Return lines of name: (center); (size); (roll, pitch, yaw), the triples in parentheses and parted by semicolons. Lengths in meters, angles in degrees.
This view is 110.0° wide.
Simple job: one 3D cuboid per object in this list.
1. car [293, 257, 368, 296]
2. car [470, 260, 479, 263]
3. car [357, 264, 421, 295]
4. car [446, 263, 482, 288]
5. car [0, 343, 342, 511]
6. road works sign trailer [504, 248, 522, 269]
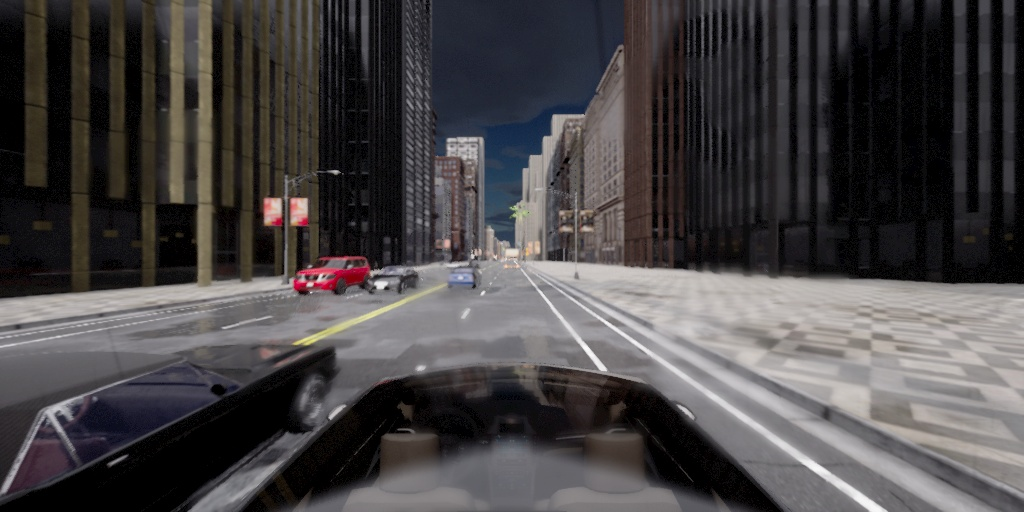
car: (-9.846, 1.048, 20.249); (2.150, 2.045, 5.566); (0, 0, 0)
car: (-6.531, 1.532, 61.956); (1.837, 1.490, 4.892); (0, 0, 1)
car: (-6.598, 1.320, 20.445); (2.128, 1.511, 4.902); (0, 0, 0)
car: (-3.149, 1.393, 24.446); (2.033, 1.411, 5.357); (0, 0, 0)
car: (-3.164, 1.354, 2.589); (1.895, 1.301, 4.718); (0, 0, 0)
road works sign trailer: (0.002, 0.487, 60.972); (2.380, 3.560, 2.880); (0, 0, 0)
